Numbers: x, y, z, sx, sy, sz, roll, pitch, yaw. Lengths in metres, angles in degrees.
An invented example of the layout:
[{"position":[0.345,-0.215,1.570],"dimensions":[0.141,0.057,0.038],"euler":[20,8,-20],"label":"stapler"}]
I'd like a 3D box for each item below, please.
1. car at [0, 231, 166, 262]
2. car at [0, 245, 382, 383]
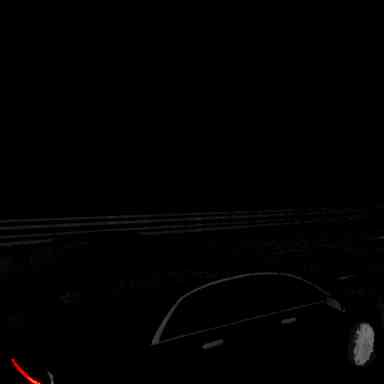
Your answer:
[{"position":[-1.589,1.548,6.912],"dimensions":[5.357,1.411,2.033],"euler":[0,0,-35],"label":"car"},{"position":[0.438,1.524,4.059],"dimensions":[4.892,1.490,1.837],"euler":[0,0,-36],"label":"car"}]
